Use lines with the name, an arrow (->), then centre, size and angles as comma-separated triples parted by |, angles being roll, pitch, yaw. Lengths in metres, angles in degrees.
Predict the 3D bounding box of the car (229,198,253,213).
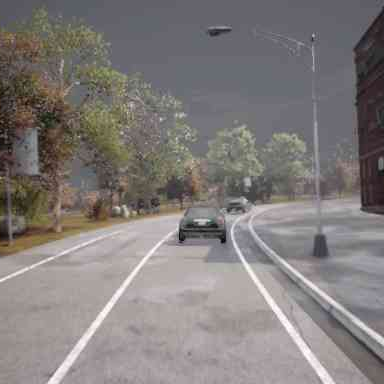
car -> 4.941, 1.383, 34.230 | 1.837, 1.490, 4.892 | -3, -1, 21

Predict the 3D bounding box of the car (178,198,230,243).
car -> 0.617, 1.330, 16.139 | 2.097, 1.767, 4.553 | 0, 0, 5

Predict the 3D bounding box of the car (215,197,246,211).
car -> 4.909, 1.463, 42.151 | 2.128, 1.511, 4.902 | -3, -1, 29
